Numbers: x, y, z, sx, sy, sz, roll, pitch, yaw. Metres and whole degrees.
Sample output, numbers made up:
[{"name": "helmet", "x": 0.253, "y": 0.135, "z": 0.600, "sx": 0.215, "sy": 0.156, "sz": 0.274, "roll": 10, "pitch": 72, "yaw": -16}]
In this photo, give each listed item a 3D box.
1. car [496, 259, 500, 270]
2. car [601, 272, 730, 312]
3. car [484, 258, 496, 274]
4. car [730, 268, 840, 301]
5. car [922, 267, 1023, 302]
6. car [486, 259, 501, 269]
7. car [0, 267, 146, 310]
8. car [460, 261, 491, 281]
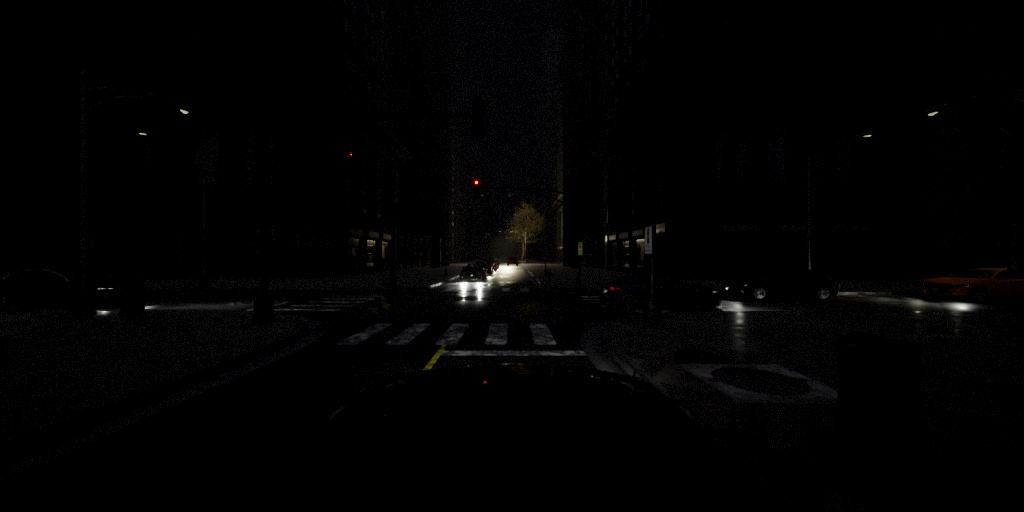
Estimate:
[{"name": "car", "x": -3.075, "y": 1.115, "z": 48.280, "sx": 2.097, "sy": 1.767, "sz": 4.553, "roll": 0, "pitch": 0, "yaw": 0}, {"name": "car", "x": 5.581, "y": 1.328, "z": 13.772, "sx": 4.181, "sy": 1.385, "sz": 1.994, "roll": 0, "pitch": 0, "yaw": 0}, {"name": "car", "x": -3.089, "y": 1.231, "z": 38.634, "sx": 1.882, "sy": 1.535, "sz": 5.008, "roll": 0, "pitch": 0, "yaw": 0}, {"name": "car", "x": 12.590, "y": 1.297, "z": 16.969, "sx": 4.892, "sy": 1.490, "sz": 1.837, "roll": 0, "pitch": 0, "yaw": 0}, {"name": "car", "x": 22.545, "y": 1.299, "z": 16.960, "sx": 5.008, "sy": 1.535, "sz": 1.882, "roll": 0, "pitch": 0, "yaw": 0}, {"name": "car", "x": -3.032, "y": 1.268, "z": 58.541, "sx": 2.128, "sy": 1.511, "sz": 4.902, "roll": 0, "pitch": 0, "yaw": 0}, {"name": "car", "x": -17.065, "y": 1.184, "z": 13.790, "sx": 4.902, "sy": 1.511, "sz": 2.128, "roll": 0, "pitch": 0, "yaw": 0}, {"name": "car", "x": -3.092, "y": 1.314, "z": 29.564, "sx": 1.994, "sy": 1.385, "sz": 4.181, "roll": 0, "pitch": 0, "yaw": 0}]
